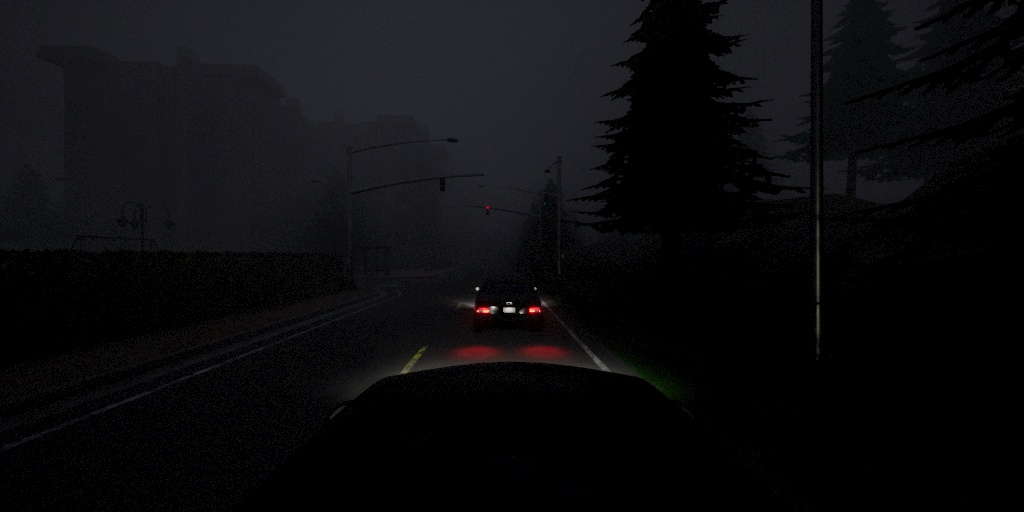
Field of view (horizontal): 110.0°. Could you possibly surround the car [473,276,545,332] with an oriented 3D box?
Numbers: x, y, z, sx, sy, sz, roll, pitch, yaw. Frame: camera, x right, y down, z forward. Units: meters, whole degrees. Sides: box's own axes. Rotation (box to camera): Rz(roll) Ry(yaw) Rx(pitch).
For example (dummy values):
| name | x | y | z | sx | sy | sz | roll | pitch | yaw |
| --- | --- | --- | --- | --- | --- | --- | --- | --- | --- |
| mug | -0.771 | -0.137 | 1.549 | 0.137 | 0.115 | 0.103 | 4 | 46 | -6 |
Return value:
| name | x | y | z | sx | sy | sz | roll | pitch | yaw |
| --- | --- | --- | --- | --- | --- | --- | --- | --- | --- |
| car | -0.155 | 1.297 | 10.797 | 2.033 | 1.411 | 5.357 | 0 | 0 | -2 |
